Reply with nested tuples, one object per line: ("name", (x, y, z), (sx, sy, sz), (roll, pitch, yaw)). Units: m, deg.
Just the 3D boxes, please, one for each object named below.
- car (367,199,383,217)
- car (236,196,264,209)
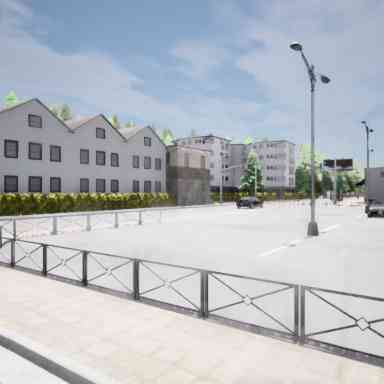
("car", (15.430, 1.298, 26.804), (2.007, 1.523, 4.514), (0, 0, 35))
("car", (7.373, 1.286, 41.946), (1.882, 1.535, 5.008), (0, 0, 35))
